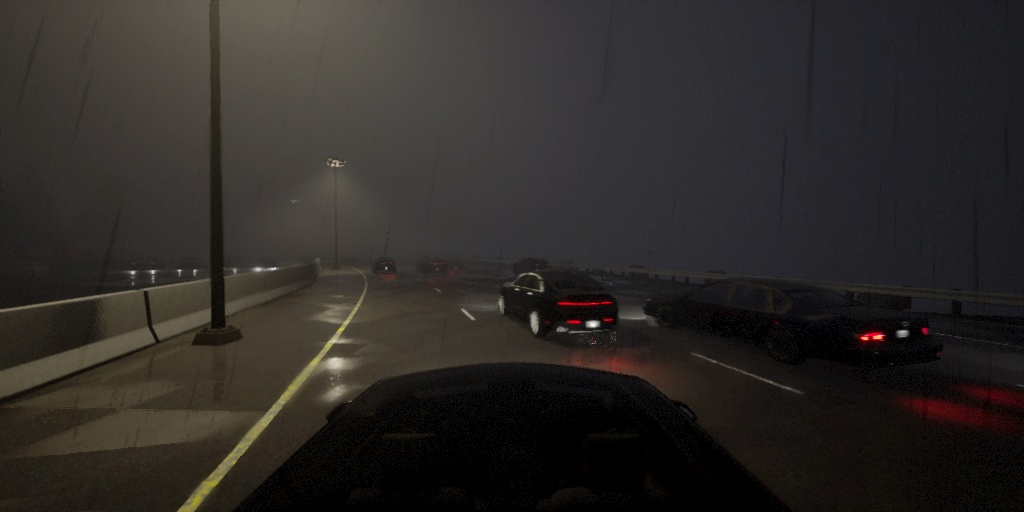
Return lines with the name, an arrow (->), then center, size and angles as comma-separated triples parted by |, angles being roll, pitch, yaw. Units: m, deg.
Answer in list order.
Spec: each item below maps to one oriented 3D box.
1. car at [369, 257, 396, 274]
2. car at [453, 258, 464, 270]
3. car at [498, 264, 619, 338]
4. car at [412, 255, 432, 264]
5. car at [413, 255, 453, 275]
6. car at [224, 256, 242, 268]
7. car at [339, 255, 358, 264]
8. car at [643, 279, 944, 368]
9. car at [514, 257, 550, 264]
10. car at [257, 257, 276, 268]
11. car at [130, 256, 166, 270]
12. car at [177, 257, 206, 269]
car -> -12.087, 0.797, 33.533 | 1.837, 1.490, 4.892 | 0, 0, -26
car -> -6.782, 0.824, 38.554 | 1.895, 1.301, 4.718 | 0, 1, -27
car -> 0.998, 1.140, 9.883 | 1.837, 1.490, 4.892 | 0, 1, -17
car -> -14.889, 0.491, 59.205 | 1.994, 1.385, 4.181 | 0, 1, -34
car -> -7.075, 0.821, 31.147 | 2.128, 1.511, 4.902 | 0, 1, -25
car -> -33.264, 0.742, 42.492 | 2.033, 1.411, 5.357 | -1, 1, -33
car -> -26.281, 0.550, 57.540 | 1.895, 1.301, 4.718 | -1, 1, -37
car -> 5.283, 1.210, 7.915 | 2.033, 1.411, 5.357 | 0, 1, -17
car -> 1.476, 0.863, 29.020 | 1.837, 1.490, 4.892 | 0, 0, -23
car -> -30.302, 0.742, 44.357 | 1.895, 1.301, 4.718 | -1, 1, -33
car -> -39.156, 0.770, 38.713 | 1.812, 1.442, 4.674 | -1, 1, -33
car -> -36.210, 0.768, 40.603 | 2.033, 1.411, 5.357 | -1, 1, -33
